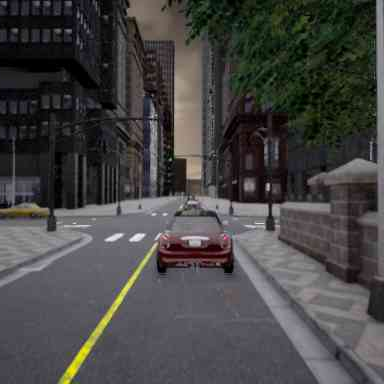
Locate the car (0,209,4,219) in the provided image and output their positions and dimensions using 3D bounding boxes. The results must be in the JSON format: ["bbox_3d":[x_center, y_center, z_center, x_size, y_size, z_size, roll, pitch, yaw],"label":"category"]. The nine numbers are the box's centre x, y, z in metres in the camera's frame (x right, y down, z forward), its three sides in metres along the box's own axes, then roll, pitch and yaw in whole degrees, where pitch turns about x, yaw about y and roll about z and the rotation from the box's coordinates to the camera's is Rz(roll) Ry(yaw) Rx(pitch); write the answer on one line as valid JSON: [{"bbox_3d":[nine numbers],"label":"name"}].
[{"bbox_3d":[-14.686,1.474,20.787,4.403,1.369,2.008,0,-1,0],"label":"car"}]

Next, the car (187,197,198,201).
[{"bbox_3d":[0.019,1.529,34.797,1.812,1.442,4.674,0,0,0],"label":"car"}]

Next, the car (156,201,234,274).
[{"bbox_3d":[0.140,1.346,10.739,2.097,1.767,4.553,0,0,2],"label":"car"}]

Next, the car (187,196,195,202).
[{"bbox_3d":[-0.193,1.656,82.133,1.994,1.385,4.181,0,0,0],"label":"car"}]

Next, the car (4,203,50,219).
[{"bbox_3d":[-14.838,1.617,29.311,4.829,1.417,1.752,0,-1,0],"label":"car"}]
